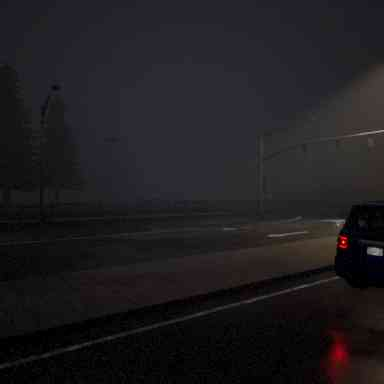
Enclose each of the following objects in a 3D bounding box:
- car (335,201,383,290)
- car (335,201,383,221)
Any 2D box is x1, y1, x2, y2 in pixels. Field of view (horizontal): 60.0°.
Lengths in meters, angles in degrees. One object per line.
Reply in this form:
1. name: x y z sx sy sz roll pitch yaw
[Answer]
1. car: 5.676 1.222 7.848 5.566 2.045 2.150 0 0 -35
2. car: 14.276 1.557 28.171 4.674 1.442 1.812 0 0 -35
